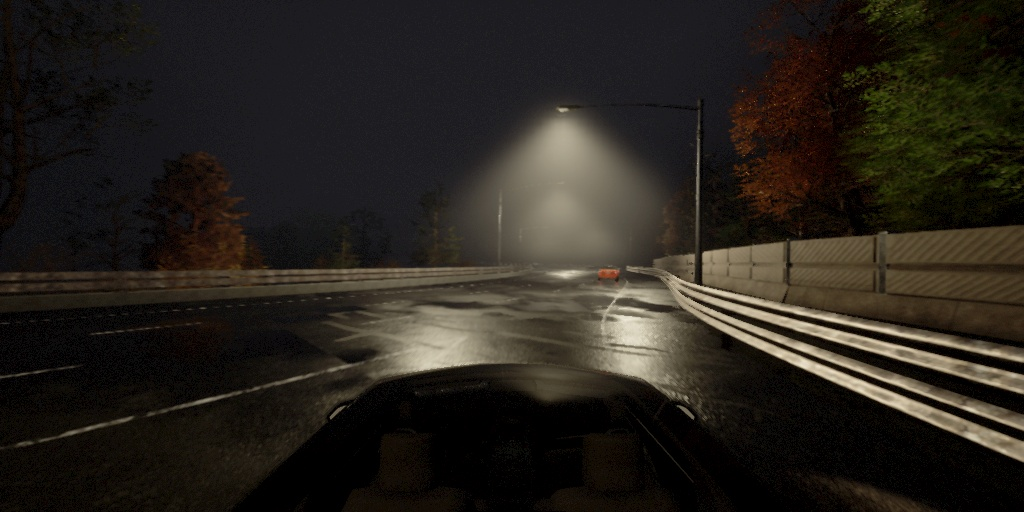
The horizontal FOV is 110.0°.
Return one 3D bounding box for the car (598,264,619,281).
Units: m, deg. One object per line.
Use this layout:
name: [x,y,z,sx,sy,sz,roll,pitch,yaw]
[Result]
car: [10.713,1.783,39.699,2.097,1.767,4.553,1,-1,17]
